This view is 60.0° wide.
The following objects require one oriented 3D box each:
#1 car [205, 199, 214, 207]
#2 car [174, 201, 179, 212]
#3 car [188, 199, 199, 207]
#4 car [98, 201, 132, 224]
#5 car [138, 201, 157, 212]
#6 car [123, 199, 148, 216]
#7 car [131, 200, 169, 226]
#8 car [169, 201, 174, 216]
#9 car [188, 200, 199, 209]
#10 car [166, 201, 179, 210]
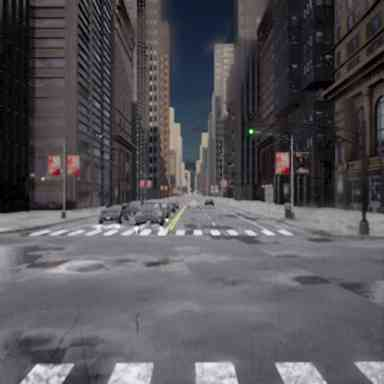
[{"bbox_3d":[3.560,2.201,68.513,1.837,1.490,4.892,0,0,0],"label":"car"},{"bbox_3d":[-3.199,2.046,45.113,1.994,1.385,4.181,0,-1,1],"label":"car"},{"bbox_3d":[0.309,2.245,68.434,2.033,1.411,5.357,0,0,0],"label":"car"},{"bbox_3d":[-6.511,1.814,28.218,1.837,1.490,4.892,0,-1,0],"label":"car"},{"bbox_3d":[-6.438,2.067,48.668,2.033,1.411,5.357,0,-1,0],"label":"car"},{"bbox_3d":[-6.477,1.767,38.374,2.097,1.767,4.553,0,-1,0],"label":"car"},{"bbox_3d":[-3.206,1.639,26.309,2.097,1.767,4.553,0,-1,-1],"label":"car"},{"bbox_3d":[-3.241,1.904,35.091,1.812,1.442,4.674,0,-1,0],"label":"car"},{"bbox_3d":[0.274,2.135,58.475,1.812,1.442,4.674,0,0,0],"label":"car"},{"bbox_3d":[-3.144,2.181,55.129,1.895,1.301,4.718,0,-1,1],"label":"car"}]
